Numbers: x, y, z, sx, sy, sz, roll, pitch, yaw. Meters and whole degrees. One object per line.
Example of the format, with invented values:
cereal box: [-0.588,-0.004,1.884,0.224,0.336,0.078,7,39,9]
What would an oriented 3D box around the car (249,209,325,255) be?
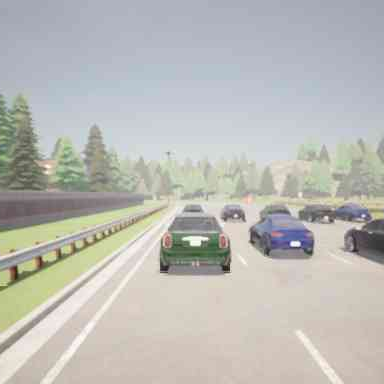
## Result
car: [3.599,1.666,13.867,1.812,1.442,4.674,0,-1,0]

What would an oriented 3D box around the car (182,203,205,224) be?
car: [0.098,1.792,28.642,1.837,1.490,4.892,0,-1,0]

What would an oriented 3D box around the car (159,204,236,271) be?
car: [0.097,1.468,11.433,2.097,1.767,4.553,0,-1,0]

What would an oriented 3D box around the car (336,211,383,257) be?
car: [7.099,1.622,11.558,1.837,1.490,4.892,0,-1,0]

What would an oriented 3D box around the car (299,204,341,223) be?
car: [10.598,1.793,28.642,1.837,1.490,4.892,0,-1,0]

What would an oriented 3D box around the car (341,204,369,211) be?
car: [14.084,1.823,29.619,1.812,1.442,4.674,0,-1,0]

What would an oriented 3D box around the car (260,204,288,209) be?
car: [7.098,1.792,28.637,1.837,1.490,4.892,0,-1,0]

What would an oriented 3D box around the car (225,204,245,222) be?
car: [3.597,1.823,29.602,1.812,1.442,4.674,0,-1,0]
